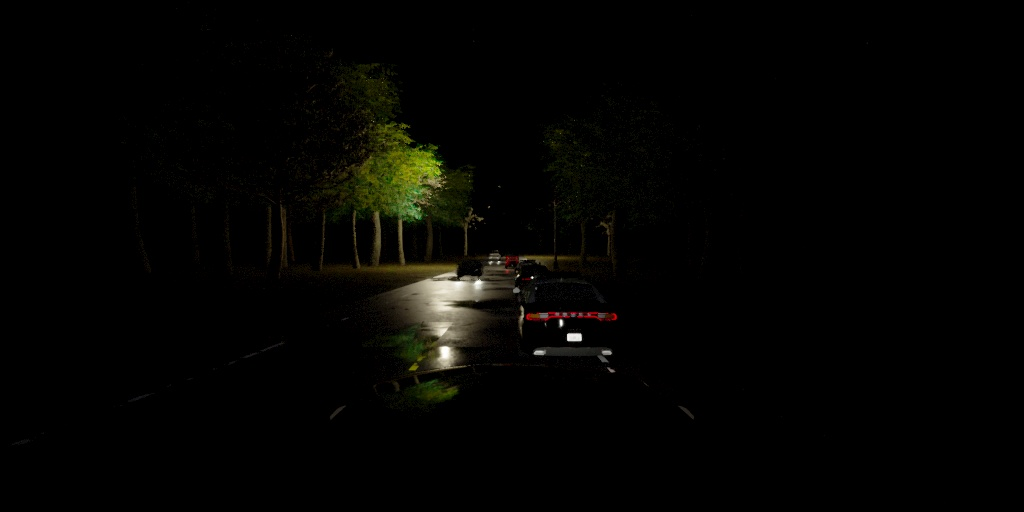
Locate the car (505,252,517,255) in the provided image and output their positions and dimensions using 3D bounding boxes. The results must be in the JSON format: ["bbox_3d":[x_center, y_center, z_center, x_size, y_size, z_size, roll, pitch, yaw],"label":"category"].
[{"bbox_3d":[0.035,0.288,60.139,2.150,2.045,5.566,0,2,0],"label":"car"}]

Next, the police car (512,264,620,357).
[{"bbox_3d":[1.056,1.166,8.645,1.930,1.638,5.238,0,0,0],"label":"police car"}]

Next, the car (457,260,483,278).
[{"bbox_3d":[-3.581,1.057,31.130,1.882,1.535,5.008,0,1,0],"label":"car"}]

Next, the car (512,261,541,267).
[{"bbox_3d":[1.061,1.198,18.534,1.837,1.490,4.892,0,0,0],"label":"car"}]

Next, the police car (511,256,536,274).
[{"bbox_3d":[1.065,1.068,24.645,1.930,1.638,5.238,0,0,0],"label":"police car"}]

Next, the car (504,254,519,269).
[{"bbox_3d":[0.059,0.898,47.254,1.812,1.442,4.674,0,1,1],"label":"car"}]
